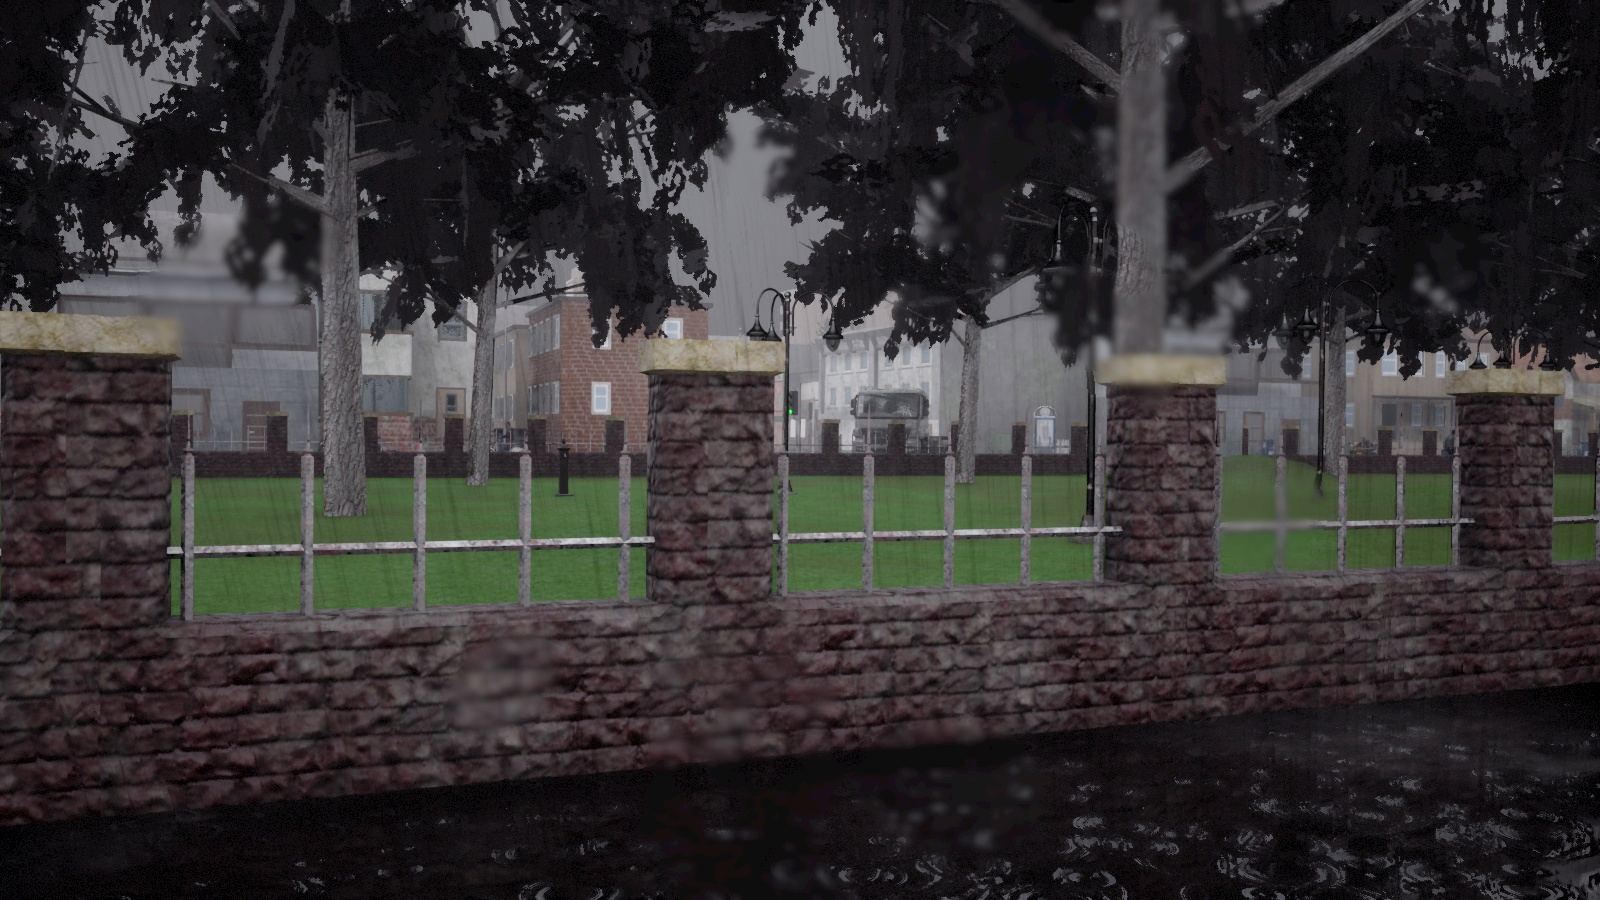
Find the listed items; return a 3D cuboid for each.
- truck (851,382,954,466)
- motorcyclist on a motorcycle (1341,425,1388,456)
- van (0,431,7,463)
[{"bbox_3d":[4.691,-1.142,55.774,2.891,3.462,7.936,0,1,17],"label":"truck"},{"bbox_3d":[28.501,-0.507,63.443,2.191,1.530,0.866,-1,1,-21],"label":"motorcyclist on a motorcycle"},{"bbox_3d":[-50.693,-0.168,77.829,1.775,1.987,4.442,-1,1,-21],"label":"van"}]
